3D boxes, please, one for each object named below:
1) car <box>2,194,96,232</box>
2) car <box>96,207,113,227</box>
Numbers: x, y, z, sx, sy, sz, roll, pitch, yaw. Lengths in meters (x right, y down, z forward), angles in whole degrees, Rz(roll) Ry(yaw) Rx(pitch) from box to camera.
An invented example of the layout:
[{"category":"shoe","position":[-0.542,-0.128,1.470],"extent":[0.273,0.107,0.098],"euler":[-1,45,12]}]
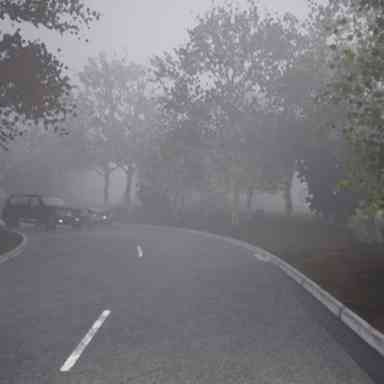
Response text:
[{"category":"car","position":[-8.781,1.166,19.759],"extent":[5.566,2.045,2.150],"euler":[0,-3,28]},{"category":"car","position":[-7.357,1.655,22.717],"extent":[4.181,1.385,1.994],"euler":[-1,-3,34]}]
